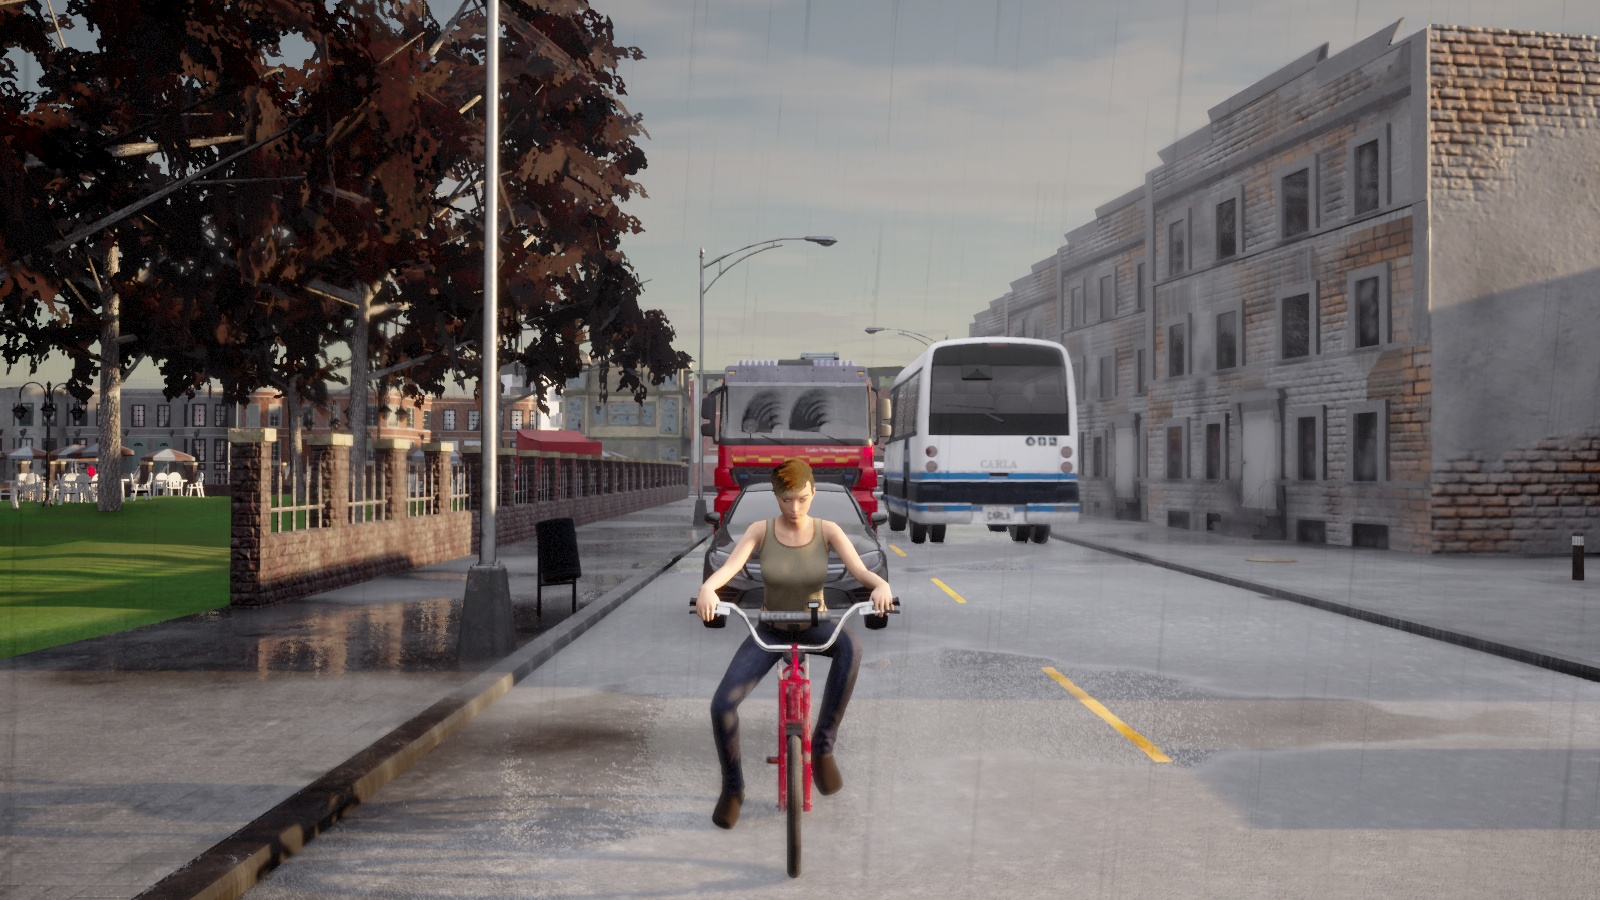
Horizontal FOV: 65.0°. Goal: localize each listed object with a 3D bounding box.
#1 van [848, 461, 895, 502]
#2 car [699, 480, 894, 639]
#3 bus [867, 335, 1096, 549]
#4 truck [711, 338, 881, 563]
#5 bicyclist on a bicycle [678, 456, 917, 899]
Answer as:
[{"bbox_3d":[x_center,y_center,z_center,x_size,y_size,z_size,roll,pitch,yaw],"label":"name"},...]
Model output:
[{"bbox_3d":[3.692,1.621,65.466,2.069,2.038,4.480,0,-1,-2],"label":"van"},{"bbox_3d":[-0.041,1.076,14.025,1.812,1.442,4.674,0,-1,0],"label":"car"},{"bbox_3d":[3.894,-0.071,30.215,3.944,4.253,10.273,0,-1,0],"label":"bus"},{"bbox_3d":[-0.086,0.079,25.617,2.891,3.827,8.468,0,-1,0],"label":"truck"},{"bbox_3d":[-0.018,0.841,5.330,0.866,1.612,1.509,0,-1,-1],"label":"bicyclist on a bicycle"}]
